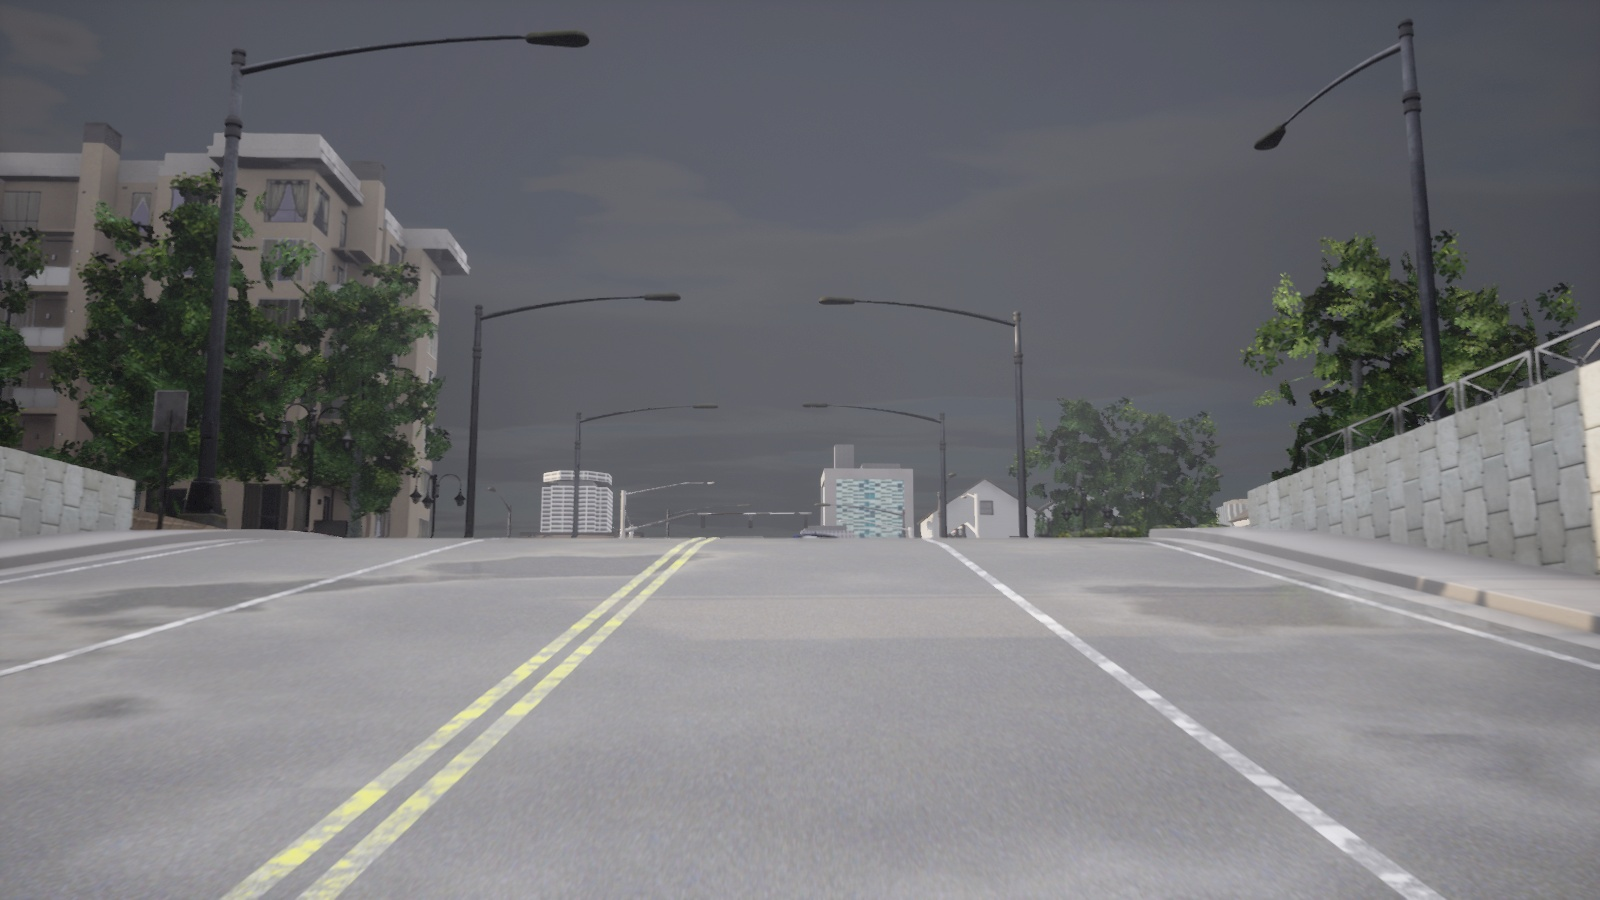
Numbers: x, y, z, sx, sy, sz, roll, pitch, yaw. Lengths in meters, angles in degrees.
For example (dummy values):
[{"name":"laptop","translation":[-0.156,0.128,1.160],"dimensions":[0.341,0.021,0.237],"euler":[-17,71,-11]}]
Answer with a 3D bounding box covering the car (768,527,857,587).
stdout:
[{"name":"car","translation":[0.310,3.463,39.990],"dimensions":[1.882,1.535,5.008],"euler":[2,-9,-10]}]
